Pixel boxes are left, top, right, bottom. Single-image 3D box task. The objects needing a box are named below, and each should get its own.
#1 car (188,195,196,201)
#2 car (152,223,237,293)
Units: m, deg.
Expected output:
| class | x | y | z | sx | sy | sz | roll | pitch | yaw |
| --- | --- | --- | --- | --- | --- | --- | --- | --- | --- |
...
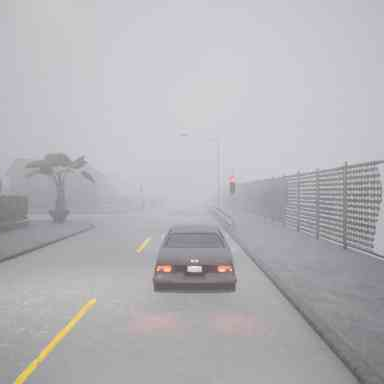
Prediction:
| class | x | y | z | sx | sy | sz | roll | pitch | yaw |
| --- | --- | --- | --- | --- | --- | --- | --- | --- | --- |
| car | 0.083 | 1.552 | 86.644 | 1.994 | 1.385 | 4.181 | 0 | 0 | 0 |
| car | 0.072 | 1.547 | 8.994 | 2.033 | 1.411 | 5.357 | 0 | 0 | 1 |
